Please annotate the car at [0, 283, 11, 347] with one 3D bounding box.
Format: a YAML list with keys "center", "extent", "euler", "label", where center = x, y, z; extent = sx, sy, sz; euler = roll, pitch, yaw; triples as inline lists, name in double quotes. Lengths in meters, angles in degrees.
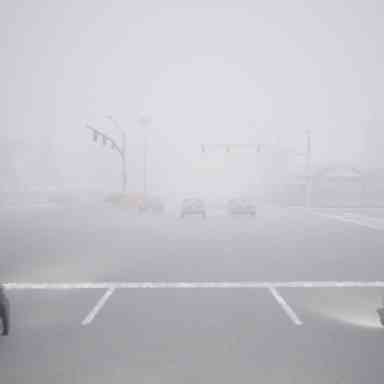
- center: [-3.418, 1.444, 2.657]
  extent: [2.128, 1.511, 4.902]
  euler: [0, 1, 0]
  label: "car"

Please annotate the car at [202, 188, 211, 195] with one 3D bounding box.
- center: [3.508, -0.177, 81.421]
  extent: [2.097, 1.767, 4.553]
  euler: [0, 1, 0]
  label: "car"

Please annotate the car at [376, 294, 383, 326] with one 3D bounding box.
- center: [3.583, 1.510, 2.343]
  extent: [2.033, 1.411, 5.357]
  euler: [0, 1, 0]
  label: "car"

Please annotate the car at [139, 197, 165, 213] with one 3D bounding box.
- center: [-3.398, 1.095, 29.170]
  extent: [1.895, 1.301, 4.718]
  euler: [0, 1, 0]
  label: "car"

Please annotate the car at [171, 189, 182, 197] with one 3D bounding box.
- center: [-3.493, 0.224, 71.037]
  extent: [1.882, 1.535, 5.008]
  euler: [0, 1, 0]
  label: "car"

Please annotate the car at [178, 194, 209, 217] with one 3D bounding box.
- center: [0.101, 1.107, 25.415]
  extent: [2.033, 1.411, 5.357]
  euler: [0, 1, 0]
  label: "car"

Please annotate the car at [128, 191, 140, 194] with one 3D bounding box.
- center: [-10.523, 0.477, 61.398]
  extent: [2.033, 1.411, 5.357]
  euler: [0, 1, 1]
  label: "car"

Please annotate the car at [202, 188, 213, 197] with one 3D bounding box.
- center: [3.507, 0.306, 71.419]
  extent: [1.994, 1.385, 4.181]
  euler: [0, 1, 0]
  label: "car"

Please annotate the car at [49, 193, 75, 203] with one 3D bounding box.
- center: [-17.575, 0.819, 44.921]
  extent: [1.895, 1.301, 4.718]
  euler: [0, 1, 0]
  label: "car"

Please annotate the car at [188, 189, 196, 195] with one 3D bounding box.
- center: [0.008, 0.007, 81.454]
  extent: [2.033, 1.411, 5.357]
  euler: [0, 1, 0]
  label: "car"

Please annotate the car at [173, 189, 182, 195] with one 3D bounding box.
- center: [-3.492, -0.054, 81.454]
  extent: [1.882, 1.535, 5.008]
  euler: [0, 1, 0]
  label: "car"

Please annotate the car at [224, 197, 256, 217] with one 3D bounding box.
- center: [3.601, 1.107, 25.421]
  extent: [2.033, 1.411, 5.357]
  euler: [0, 1, 0]
  label: "car"

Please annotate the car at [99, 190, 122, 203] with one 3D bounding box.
- center: [-10.576, 0.760, 45.233]
  extent: [2.033, 1.411, 5.357]
  euler: [0, 1, 0]
  label: "car"

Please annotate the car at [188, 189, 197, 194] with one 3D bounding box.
- center: [0.007, 0.339, 71.485]
  extent: [1.895, 1.301, 4.718]
  euler: [0, 1, 0]
  label: "car"

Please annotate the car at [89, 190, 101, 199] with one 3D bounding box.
- center: [-17.514, 0.434, 61.359]
  extent: [1.837, 1.490, 4.892]
  euler: [0, 1, 0]
  label: "car"
